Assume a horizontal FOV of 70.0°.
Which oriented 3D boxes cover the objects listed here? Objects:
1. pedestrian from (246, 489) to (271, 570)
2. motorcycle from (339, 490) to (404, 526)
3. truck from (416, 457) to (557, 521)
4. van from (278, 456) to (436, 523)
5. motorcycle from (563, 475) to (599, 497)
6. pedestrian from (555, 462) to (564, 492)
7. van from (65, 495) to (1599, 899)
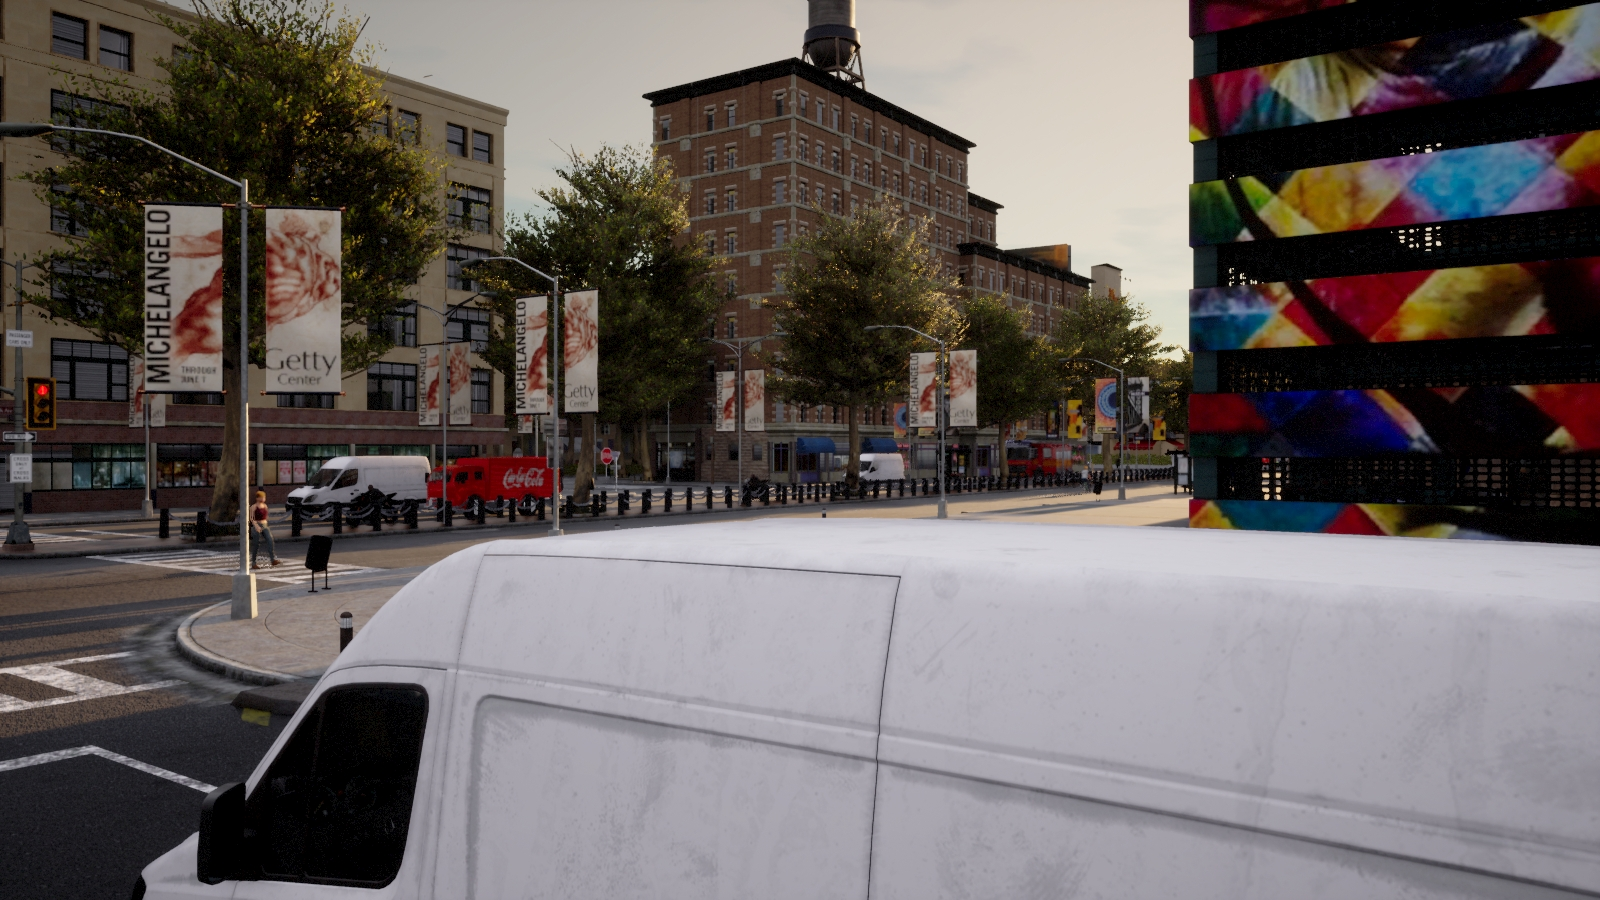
[{"bbox_3d":[-12.616,1.848,26.625,0.375,1.860,0.375,0,0,27],"label":"pedestrian"},{"bbox_3d":[-16.269,2.205,43.436,0.867,1.251,2.209,0,0,36],"label":"motorcycle"},{"bbox_3d":[-13.076,1.565,47.908,2.627,2.467,5.204,0,0,36],"label":"truck"},{"bbox_3d":[-18.065,1.534,46.934,1.988,2.561,5.915,0,0,36],"label":"van"},{"bbox_3d":[-13.510,2.205,70.459,0.867,1.251,2.209,0,0,36],"label":"motorcycle"},{"bbox_3d":[-14.999,1.696,71.307,0.375,1.860,0.375,0,0,24],"label":"pedestrian"},{"bbox_3d":[-0.118,1.534,3.913,5.915,2.561,1.988,0,0,36],"label":"van"}]
